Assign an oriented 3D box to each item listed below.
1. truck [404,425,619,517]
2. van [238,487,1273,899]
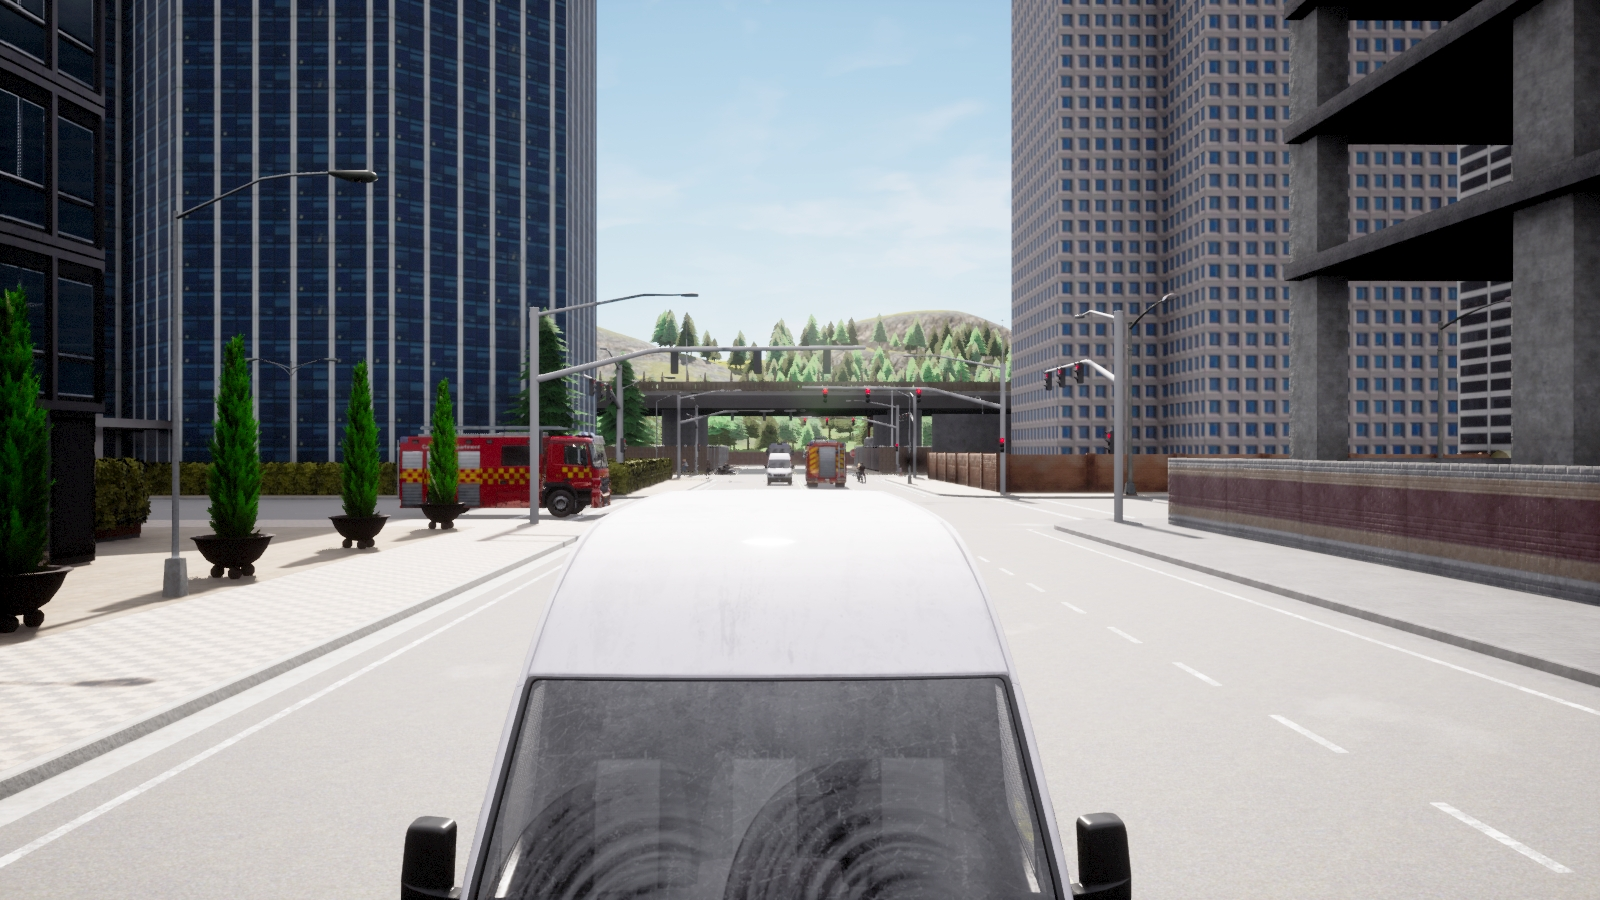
[{"bbox_3d":[-12.239,0.890,48.946,8.468,3.827,2.891,0,0,0],"label":"truck"},{"bbox_3d":[-0.128,1.535,5.152,1.988,2.561,5.915,0,0,-1],"label":"van"}]
